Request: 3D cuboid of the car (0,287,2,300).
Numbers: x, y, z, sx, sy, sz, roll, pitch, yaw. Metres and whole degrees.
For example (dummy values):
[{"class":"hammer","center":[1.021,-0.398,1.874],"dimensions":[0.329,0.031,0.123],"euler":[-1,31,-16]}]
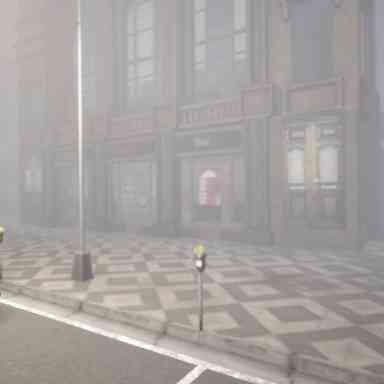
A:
[{"class":"car","center":[-5.720,1.562,6.600],"dimensions":[4.829,1.417,1.752],"euler":[0,0,33]}]
